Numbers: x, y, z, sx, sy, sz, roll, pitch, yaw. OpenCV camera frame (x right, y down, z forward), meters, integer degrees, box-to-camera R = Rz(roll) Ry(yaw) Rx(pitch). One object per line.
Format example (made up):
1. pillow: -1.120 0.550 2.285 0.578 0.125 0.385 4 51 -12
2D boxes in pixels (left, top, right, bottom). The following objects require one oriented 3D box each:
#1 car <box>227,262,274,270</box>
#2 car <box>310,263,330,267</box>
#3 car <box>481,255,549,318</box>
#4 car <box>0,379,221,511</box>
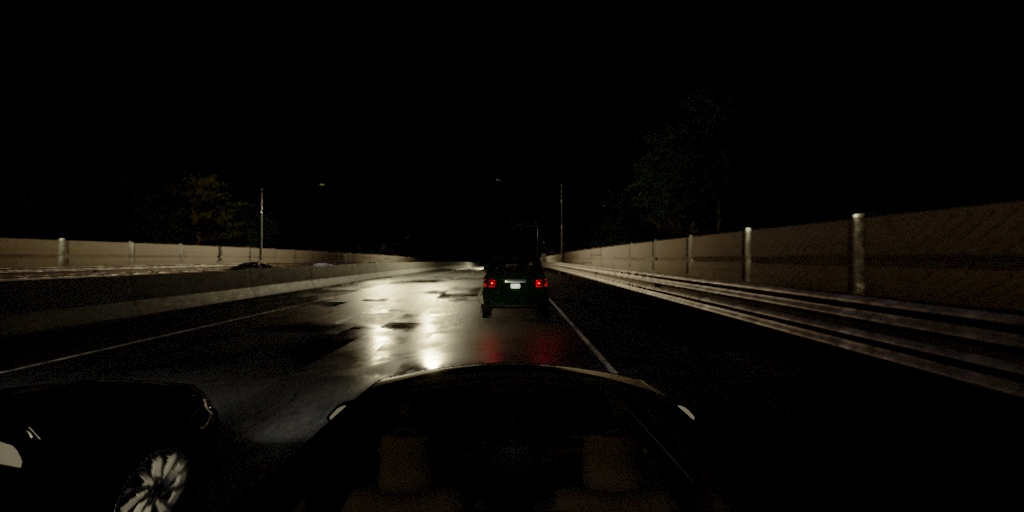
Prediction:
1. car: -24.584 1.354 33.748 1.837 1.490 4.892 0 -1 0
2. car: -21.070 1.444 39.610 1.994 1.385 4.181 0 0 0
3. car: 0.104 0.989 13.282 2.150 2.045 5.566 0 0 0
4. car: -3.399 1.255 1.044 1.837 1.490 4.892 0 0 0
